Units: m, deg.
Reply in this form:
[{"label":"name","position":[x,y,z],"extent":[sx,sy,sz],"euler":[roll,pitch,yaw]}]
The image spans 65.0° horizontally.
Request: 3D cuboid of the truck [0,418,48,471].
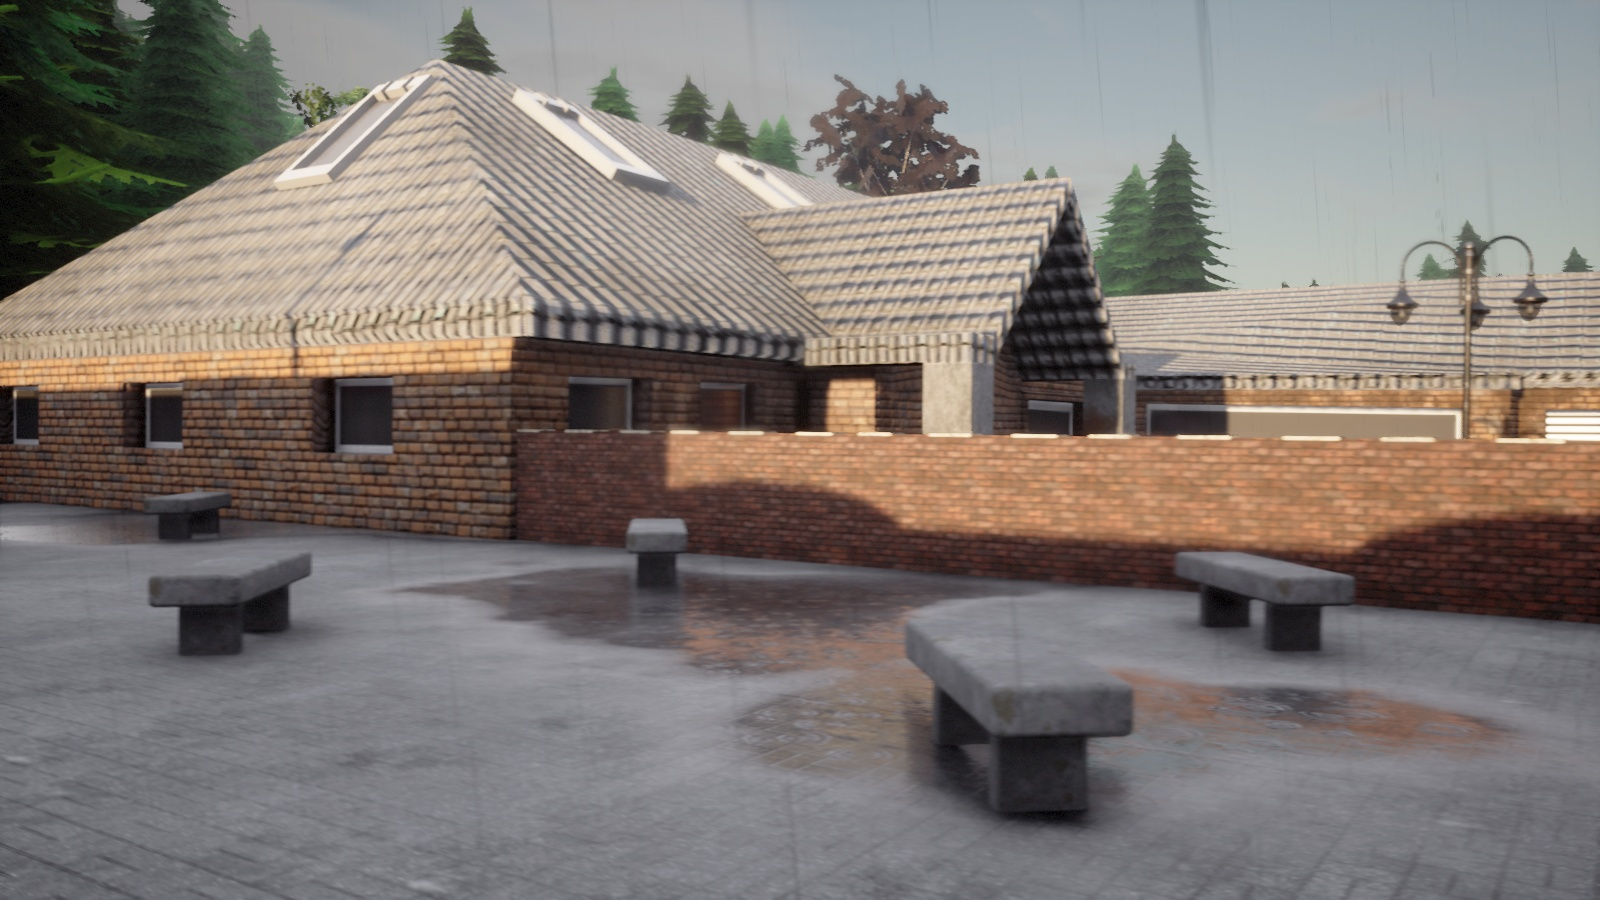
[{"label":"truck","position":[-38.981,-0.253,59.358],"extent":[2.627,2.467,5.204],"euler":[0,1,33]}]
